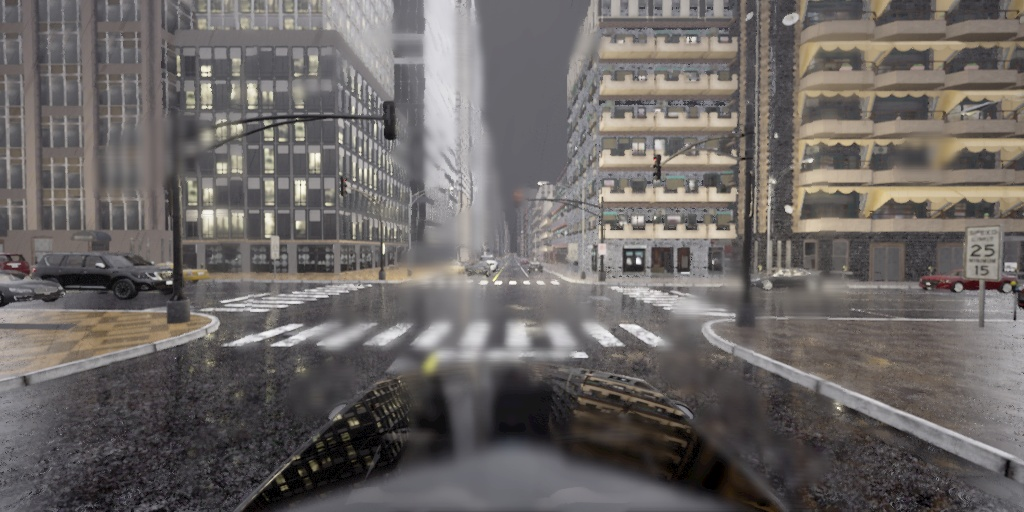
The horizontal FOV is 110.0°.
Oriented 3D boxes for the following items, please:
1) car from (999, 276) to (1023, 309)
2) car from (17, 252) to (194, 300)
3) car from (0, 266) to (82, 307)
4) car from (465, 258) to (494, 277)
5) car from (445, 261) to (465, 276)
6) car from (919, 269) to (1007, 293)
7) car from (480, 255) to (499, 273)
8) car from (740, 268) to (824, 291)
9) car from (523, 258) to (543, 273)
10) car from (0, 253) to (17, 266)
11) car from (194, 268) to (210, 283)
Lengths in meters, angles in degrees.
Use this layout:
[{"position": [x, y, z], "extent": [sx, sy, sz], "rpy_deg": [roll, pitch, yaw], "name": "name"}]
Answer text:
[{"position": [21.727, 1.572, 13.333], "extent": [4.313, 1.339, 1.948], "rpy_deg": [0, 0, 1], "name": "car"}, {"position": [-18.469, 0.843, 16.510], "extent": [5.566, 2.045, 2.150], "rpy_deg": [1, 1, 1], "name": "car"}, {"position": [-20.275, 1.200, 13.992], "extent": [4.403, 1.370, 2.007], "rpy_deg": [0, 0, 1], "name": "car"}, {"position": [-3.065, 1.234, 34.663], "extent": [1.837, 1.490, 4.892], "rpy_deg": [0, 0, 0], "name": "car"}, {"position": [-5.658, 1.254, 36.460], "extent": [1.751, 1.417, 4.829], "rpy_deg": [0, 0, 0], "name": "car"}, {"position": [27.393, 1.455, 21.629], "extent": [4.507, 1.381, 1.888], "rpy_deg": [0, 0, 1], "name": "car"}, {"position": [-3.057, 0.946, 44.363], "extent": [2.150, 2.045, 5.566], "rpy_deg": [0, 0, 0], "name": "car"}, {"position": [16.328, 1.369, 21.794], "extent": [4.403, 1.370, 2.007], "rpy_deg": [0, 0, 1], "name": "car"}, {"position": [2.727, 1.275, 42.277], "extent": [2.007, 1.370, 4.403], "rpy_deg": [0, 0, 0], "name": "car"}, {"position": [-33.594, 0.705, 22.542], "extent": [5.009, 1.841, 2.192], "rpy_deg": [0, 0, 1], "name": "car"}, {"position": [-21.647, 1.022, 22.327], "extent": [4.829, 1.417, 1.751], "rpy_deg": [0, 0, 1], "name": "car"}]
